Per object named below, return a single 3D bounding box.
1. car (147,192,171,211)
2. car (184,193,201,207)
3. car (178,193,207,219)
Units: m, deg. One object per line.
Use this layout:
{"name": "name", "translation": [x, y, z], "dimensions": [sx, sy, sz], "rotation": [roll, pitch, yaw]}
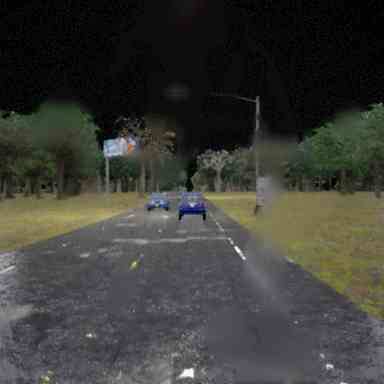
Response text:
{"name": "car", "translation": [-3.546, 0.981, 36.566], "dimensions": [2.150, 2.045, 5.566], "rotation": [0, 0, 0]}
{"name": "car", "translation": [0.043, 1.002, 43.639], "dimensions": [2.097, 1.767, 4.553], "rotation": [0, 1, 0]}
{"name": "car", "translation": [0.036, 1.080, 27.296], "dimensions": [2.150, 2.045, 5.566], "rotation": [0, 1, 0]}
